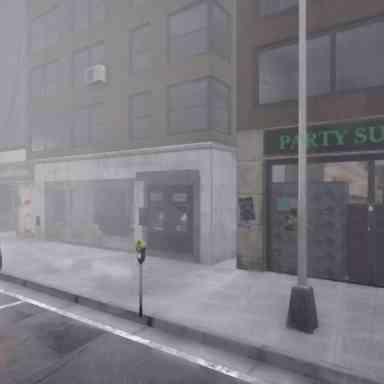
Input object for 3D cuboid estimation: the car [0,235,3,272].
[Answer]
[{"bbox_3d":[-6.802,1.224,8.104,5.566,2.045,2.150,0,0,35],"label":"car"}]
